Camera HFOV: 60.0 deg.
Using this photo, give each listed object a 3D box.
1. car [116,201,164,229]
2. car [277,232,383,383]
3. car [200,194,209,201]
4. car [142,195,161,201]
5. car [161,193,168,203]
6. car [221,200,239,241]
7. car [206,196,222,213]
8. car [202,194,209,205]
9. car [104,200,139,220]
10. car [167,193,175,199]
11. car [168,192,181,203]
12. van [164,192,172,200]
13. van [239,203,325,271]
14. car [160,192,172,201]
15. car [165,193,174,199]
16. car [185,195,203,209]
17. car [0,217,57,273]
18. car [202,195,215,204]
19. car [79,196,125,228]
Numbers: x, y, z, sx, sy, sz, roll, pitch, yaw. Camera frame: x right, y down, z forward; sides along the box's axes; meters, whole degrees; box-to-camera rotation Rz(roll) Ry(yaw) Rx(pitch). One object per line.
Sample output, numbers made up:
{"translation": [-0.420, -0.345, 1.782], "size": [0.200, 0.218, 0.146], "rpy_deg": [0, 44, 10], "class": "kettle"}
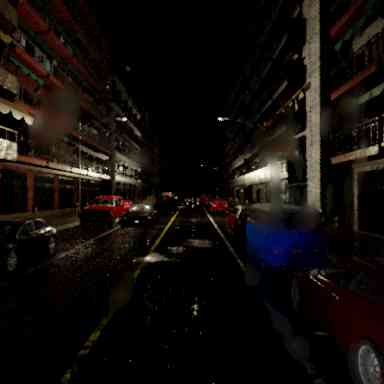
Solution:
{"translation": [-3.098, 1.458, 20.570], "size": [1.994, 1.385, 4.181], "rpy_deg": [0, 0, 0], "class": "car"}
{"translation": [2.703, 1.557, 4.708], "size": [1.802, 1.307, 4.206], "rpy_deg": [1, 0, 0], "class": "car"}
{"translation": [2.706, 1.173, 73.063], "size": [1.887, 1.381, 4.507], "rpy_deg": [1, 0, 0], "class": "car"}
{"translation": [-5.649, 1.298, 44.350], "size": [1.752, 1.417, 4.829], "rpy_deg": [1, 0, 0], "class": "car"}
{"translation": [-5.642, 1.259, 55.913], "size": [1.887, 1.381, 4.507], "rpy_deg": [1, 0, 0], "class": "car"}
{"translation": [2.706, 1.357, 16.100], "size": [1.967, 1.590, 4.097], "rpy_deg": [1, 0, 0], "class": "car"}
{"translation": [2.704, 1.412, 33.189], "size": [1.802, 1.307, 4.206], "rpy_deg": [1, 0, 0], "class": "car"}
{"translation": [2.705, 1.288, 50.278], "size": [1.887, 1.381, 4.507], "rpy_deg": [1, 0, 0], "class": "car"}
{"translation": [-5.677, 1.404, 27.432], "size": [1.887, 1.381, 4.507], "rpy_deg": [1, 0, 0], "class": "car"}
{"translation": [-5.641, 1.094, 90.091], "size": [2.008, 1.369, 4.403], "rpy_deg": [1, 0, 0], "class": "car"}
{"translation": [-3.037, 1.254, 61.118], "size": [1.994, 1.385, 4.181], "rpy_deg": [0, 0, 1], "class": "car"}
{"translation": [-5.637, 0.941, 78.697], "size": [1.690, 1.788, 3.998], "rpy_deg": [1, 0, 0], "class": "van"}
{"translation": [2.707, 1.287, 10.403], "size": [1.690, 1.788, 3.998], "rpy_deg": [1, 0, 0], "class": "van"}
{"translation": [-5.637, 0.944, 73.001], "size": [2.192, 1.841, 5.009], "rpy_deg": [1, 0, 0], "class": "car"}
{"translation": [-5.639, 1.011, 84.394], "size": [1.967, 1.590, 4.097], "rpy_deg": [1, 0, 0], "class": "car"}
{"translation": [0.101, 1.386, 41.991], "size": [1.895, 1.301, 4.718], "rpy_deg": [0, 0, 0], "class": "car"}
{"translation": [-5.677, 1.497, 10.342], "size": [2.008, 1.369, 4.403], "rpy_deg": [1, 0, 0], "class": "car"}
{"translation": [2.705, 1.259, 55.974], "size": [1.887, 1.381, 4.507], "rpy_deg": [1, 0, 0], "class": "car"}
{"translation": [-5.672, 1.203, 21.734], "size": [2.192, 1.841, 5.009], "rpy_deg": [1, 0, 0], "class": "car"}
